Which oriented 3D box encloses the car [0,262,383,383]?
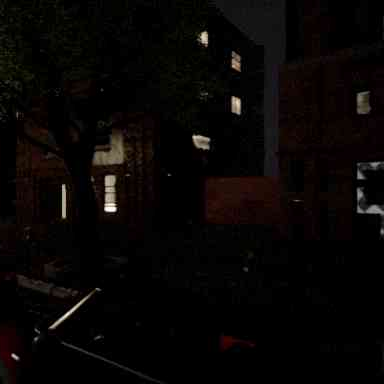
[{"bbox_3d":[-0.321,1.439,3.101,4.097,1.590,1.967,0,0,36],"label":"car"}]
